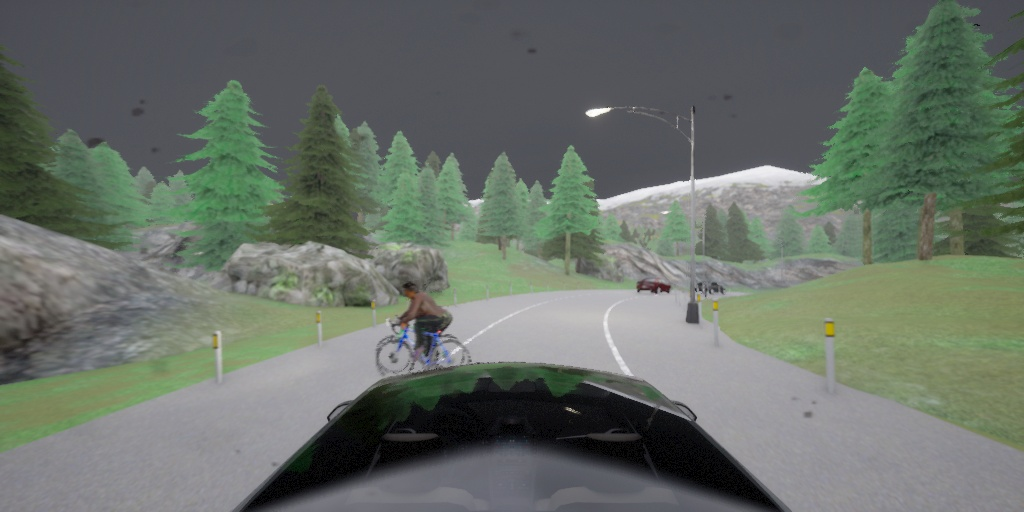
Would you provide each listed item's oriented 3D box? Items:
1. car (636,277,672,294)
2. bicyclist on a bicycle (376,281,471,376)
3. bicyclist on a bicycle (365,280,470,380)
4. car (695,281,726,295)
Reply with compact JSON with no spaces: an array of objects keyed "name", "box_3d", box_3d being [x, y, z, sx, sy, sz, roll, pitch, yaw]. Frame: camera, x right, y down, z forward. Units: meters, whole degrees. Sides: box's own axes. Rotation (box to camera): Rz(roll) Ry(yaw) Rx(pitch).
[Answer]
[{"name":"car","box_3d":[13.672,2.834,34.308,1.882,1.535,5.008,0,-4,43]},{"name":"bicyclist on a bicycle","box_3d":[-1.492,1.280,5.978,1.656,1.620,0.582,-1,-3,7]},{"name":"bicyclist on a bicycle","box_3d":[-1.644,1.273,6.336,1.656,1.620,0.582,-2,-2,7]},{"name":"car","box_3d":[23.837,3.812,43.076,4.892,1.490,1.837,5,-2,-34]}]
